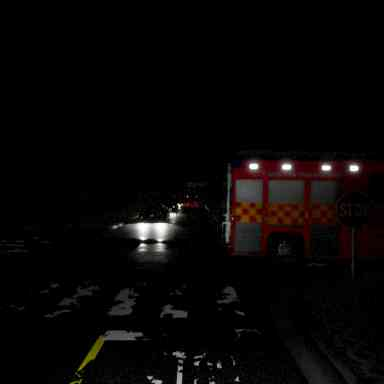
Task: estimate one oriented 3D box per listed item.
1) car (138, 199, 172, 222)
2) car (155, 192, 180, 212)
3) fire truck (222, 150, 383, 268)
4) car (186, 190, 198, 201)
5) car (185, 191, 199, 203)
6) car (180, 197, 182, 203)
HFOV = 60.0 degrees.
[{"bbox_3d":[-2.852,1.488,25.584,1.994,1.385,4.181,0,0,0],"label":"car"},{"bbox_3d":[-2.859,1.053,37.187,2.150,2.045,5.566,0,1,0],"label":"car"},{"bbox_3d":[5.320,0.515,11.571,8.468,3.827,2.891,1,0,0],"label":"fire truck"},{"bbox_3d":[-0.015,0.730,66.841,2.150,2.045,5.566,0,1,0],"label":"car"},{"bbox_3d":[-0.012,0.858,56.420,2.150,2.045,5.566,0,1,0],"label":"car"},{"bbox_3d":[-2.804,1.163,56.325,1.812,1.442,4.674,0,1,0],"label":"car"}]
